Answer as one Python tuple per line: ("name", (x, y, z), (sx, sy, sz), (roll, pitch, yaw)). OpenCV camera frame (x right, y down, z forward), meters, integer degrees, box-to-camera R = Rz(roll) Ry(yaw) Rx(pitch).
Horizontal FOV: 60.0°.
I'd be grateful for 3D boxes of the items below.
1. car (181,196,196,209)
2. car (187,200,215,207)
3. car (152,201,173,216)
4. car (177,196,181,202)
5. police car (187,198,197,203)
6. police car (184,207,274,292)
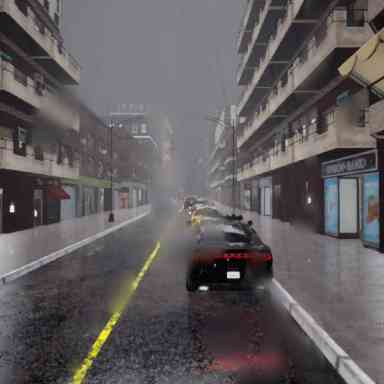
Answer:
("car", (-0.050, 1.504, 47.599), (2.097, 1.767, 4.553), (0, 0, 0))
("car", (0.795, 1.494, 19.221), (1.801, 1.575, 5.366), (0, 0, 0))
("car", (-2.907, 1.643, 34.097), (2.033, 1.411, 5.357), (0, 0, 0))
("car", (-2.895, 1.854, 88.439), (1.812, 1.442, 4.674), (0, 0, 0))
("police car", (0.785, 1.485, 25.141), (1.930, 1.638, 5.238), (0, 0, 0))
("police car", (0.812, 1.437, 9.138), (1.930, 1.638, 5.238), (0, 0, 0))
